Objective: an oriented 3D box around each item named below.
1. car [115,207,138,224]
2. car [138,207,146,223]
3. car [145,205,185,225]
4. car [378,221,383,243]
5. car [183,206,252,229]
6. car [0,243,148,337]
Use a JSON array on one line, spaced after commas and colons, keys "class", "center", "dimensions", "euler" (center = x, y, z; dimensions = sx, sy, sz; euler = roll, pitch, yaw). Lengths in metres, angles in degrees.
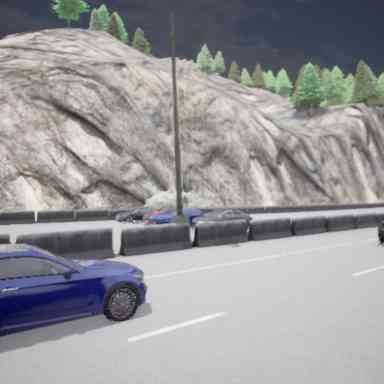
[{"class": "car", "center": [-4.872, 2.157, 31.242], "dimensions": [4.674, 1.442, 1.812], "euler": [1, -1, -38]}, {"class": "car", "center": [-2.000, 1.938, 29.045], "dimensions": [4.553, 1.767, 2.097], "euler": [1, -1, -38]}, {"class": "car", "center": [-0.743, 1.994, 25.587], "dimensions": [5.008, 1.535, 1.882], "euler": [1, -1, -38]}, {"class": "car", "center": [11.221, 1.843, 16.911], "dimensions": [4.892, 1.490, 1.837], "euler": [1, -1, -38]}, {"class": "car", "center": [2.130, 1.963, 23.388], "dimensions": [4.902, 1.511, 2.128], "euler": [1, -1, -38]}, {"class": "car", "center": [-3.028, 1.648, 5.807], "dimensions": [4.674, 1.442, 1.812], "euler": [1, -1, -38]}]
